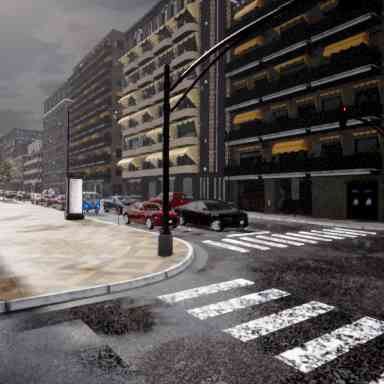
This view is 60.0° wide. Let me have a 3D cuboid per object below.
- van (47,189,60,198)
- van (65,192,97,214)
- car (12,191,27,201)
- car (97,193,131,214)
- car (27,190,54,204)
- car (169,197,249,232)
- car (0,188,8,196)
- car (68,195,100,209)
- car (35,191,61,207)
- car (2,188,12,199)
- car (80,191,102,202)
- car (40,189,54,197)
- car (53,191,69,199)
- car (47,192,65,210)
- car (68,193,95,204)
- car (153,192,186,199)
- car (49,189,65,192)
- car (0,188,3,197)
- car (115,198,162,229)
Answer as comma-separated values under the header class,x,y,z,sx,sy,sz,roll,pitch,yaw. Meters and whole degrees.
class,x,y,z,sx,sy,sz,roll,pitch,yaw
van,-29.007,0.260,69.700,1.690,1.788,3.998,2,0,-36
van,-9.095,0.881,28.200,1.690,1.788,3.998,2,0,-36
car,-25.771,0.541,51.046,1.967,1.590,4.097,2,0,-36
car,-5.953,1.085,28.262,2.128,1.511,4.902,1,0,-36
car,-19.004,0.805,41.771,1.752,1.417,4.829,2,0,-36
car,1.000,1.253,18.875,1.882,1.535,5.008,1,0,-38
car,-42.440,-0.022,73.893,2.192,1.841,5.009,2,0,-36
car,-11.848,1.039,36.349,1.895,1.301,4.718,1,0,-36
car,-15.770,0.909,37.338,1.887,1.381,4.507,2,0,-36
car,-32.443,0.470,60.185,1.887,1.381,4.507,2,0,-36
car,-15.672,0.710,51.423,1.967,1.590,4.097,2,0,-36
car,-32.345,0.272,74.270,1.967,1.590,4.097,2,0,-36
car,-25.779,0.529,65.268,1.752,1.417,4.829,2,0,-36
car,-12.436,0.997,32.769,1.887,1.381,4.507,2,0,-36
car,-15.737,0.846,47.094,2.033,1.411,5.357,1,0,-36
car,-2.330,0.936,33.146,2.192,1.841,5.009,2,0,-36
car,-17.706,0.635,44.445,2.097,1.767,4.553,1,0,-36
car,-39.112,0.301,69.323,2.008,1.369,4.403,2,0,-36
car,-2.433,1.261,19.061,1.887,1.381,4.507,2,0,-36
